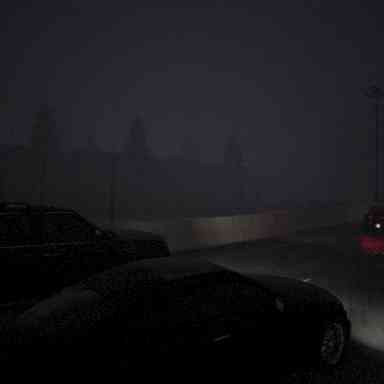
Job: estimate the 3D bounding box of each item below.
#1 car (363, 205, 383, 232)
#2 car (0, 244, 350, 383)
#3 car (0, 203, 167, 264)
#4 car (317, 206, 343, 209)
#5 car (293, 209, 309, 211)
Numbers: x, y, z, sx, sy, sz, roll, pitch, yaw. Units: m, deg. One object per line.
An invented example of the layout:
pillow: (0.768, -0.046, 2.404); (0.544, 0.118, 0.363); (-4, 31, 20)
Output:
car: (11.328, 1.506, 18.980); (1.837, 1.490, 4.892); (0, 0, 44)
car: (-0.017, 1.526, 3.943); (4.674, 1.442, 1.812); (0, 0, -37)
car: (-2.949, 1.224, 6.149); (5.566, 2.045, 2.150); (0, 0, -36)
car: (13.105, 1.568, 31.427); (1.994, 1.385, 4.181); (0, 0, 42)
car: (12.504, 1.482, 35.965); (1.882, 1.535, 5.008); (0, 0, 42)
